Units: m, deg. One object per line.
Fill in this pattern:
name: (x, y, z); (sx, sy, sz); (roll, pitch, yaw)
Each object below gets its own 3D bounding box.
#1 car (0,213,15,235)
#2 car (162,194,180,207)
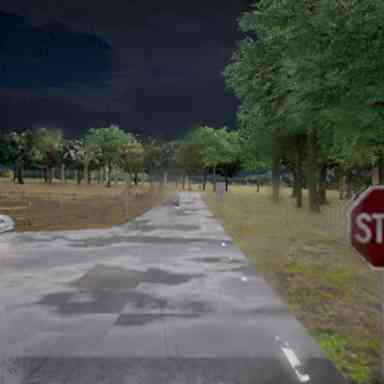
car: (-10.601, 1.392, 15.043); (4.674, 1.442, 1.812); (1, 2, -6)
car: (-2.690, 1.014, 43.311); (2.097, 1.767, 4.553); (0, 1, 0)
